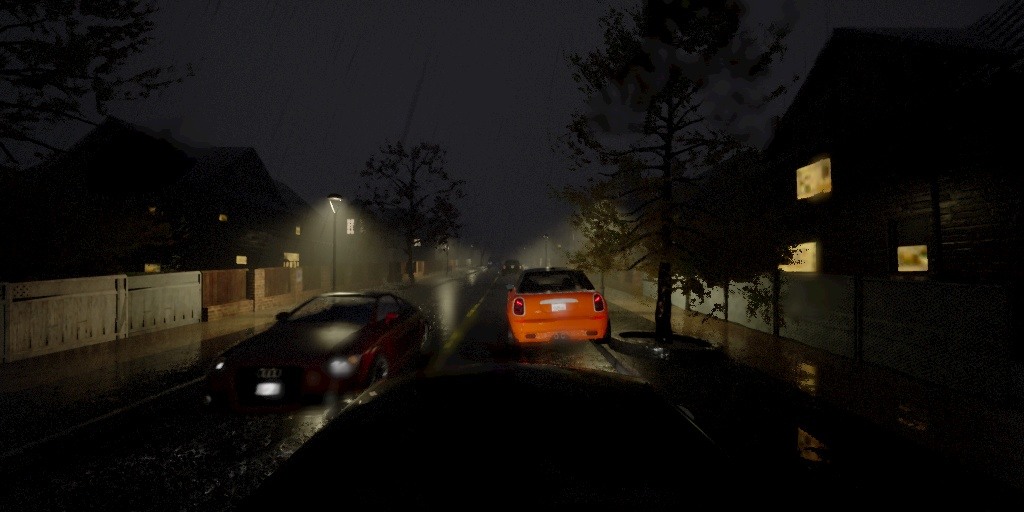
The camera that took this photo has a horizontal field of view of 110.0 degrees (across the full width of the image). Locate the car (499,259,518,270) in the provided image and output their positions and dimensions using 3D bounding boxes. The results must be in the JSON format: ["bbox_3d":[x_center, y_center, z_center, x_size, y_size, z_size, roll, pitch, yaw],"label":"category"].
[{"bbox_3d":[0.053,1.163,37.944,2.097,1.767,4.553,0,0,0],"label":"car"}]

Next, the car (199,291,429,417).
[{"bbox_3d":[-2.751,1.319,6.039,1.994,1.385,4.181,0,0,0],"label":"car"}]

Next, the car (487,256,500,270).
[{"bbox_3d":[-2.791,1.093,57.754,2.150,2.045,5.566,0,0,0],"label":"car"}]

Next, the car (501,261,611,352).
[{"bbox_3d":[0.919,1.060,9.113,2.097,1.767,4.553,-3,-1,0],"label":"car"}]
